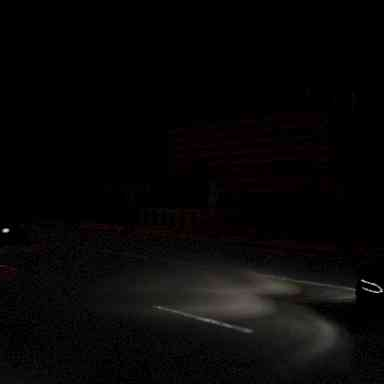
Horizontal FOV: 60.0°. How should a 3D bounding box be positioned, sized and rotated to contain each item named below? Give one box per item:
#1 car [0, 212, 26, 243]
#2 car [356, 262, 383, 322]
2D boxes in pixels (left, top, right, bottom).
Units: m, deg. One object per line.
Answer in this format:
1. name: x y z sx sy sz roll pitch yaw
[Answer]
1. car: -9.356 1.565 14.972 4.181 1.385 1.994 0 0 36
2. car: 5.086 1.478 4.682 5.008 1.535 1.882 0 0 35
